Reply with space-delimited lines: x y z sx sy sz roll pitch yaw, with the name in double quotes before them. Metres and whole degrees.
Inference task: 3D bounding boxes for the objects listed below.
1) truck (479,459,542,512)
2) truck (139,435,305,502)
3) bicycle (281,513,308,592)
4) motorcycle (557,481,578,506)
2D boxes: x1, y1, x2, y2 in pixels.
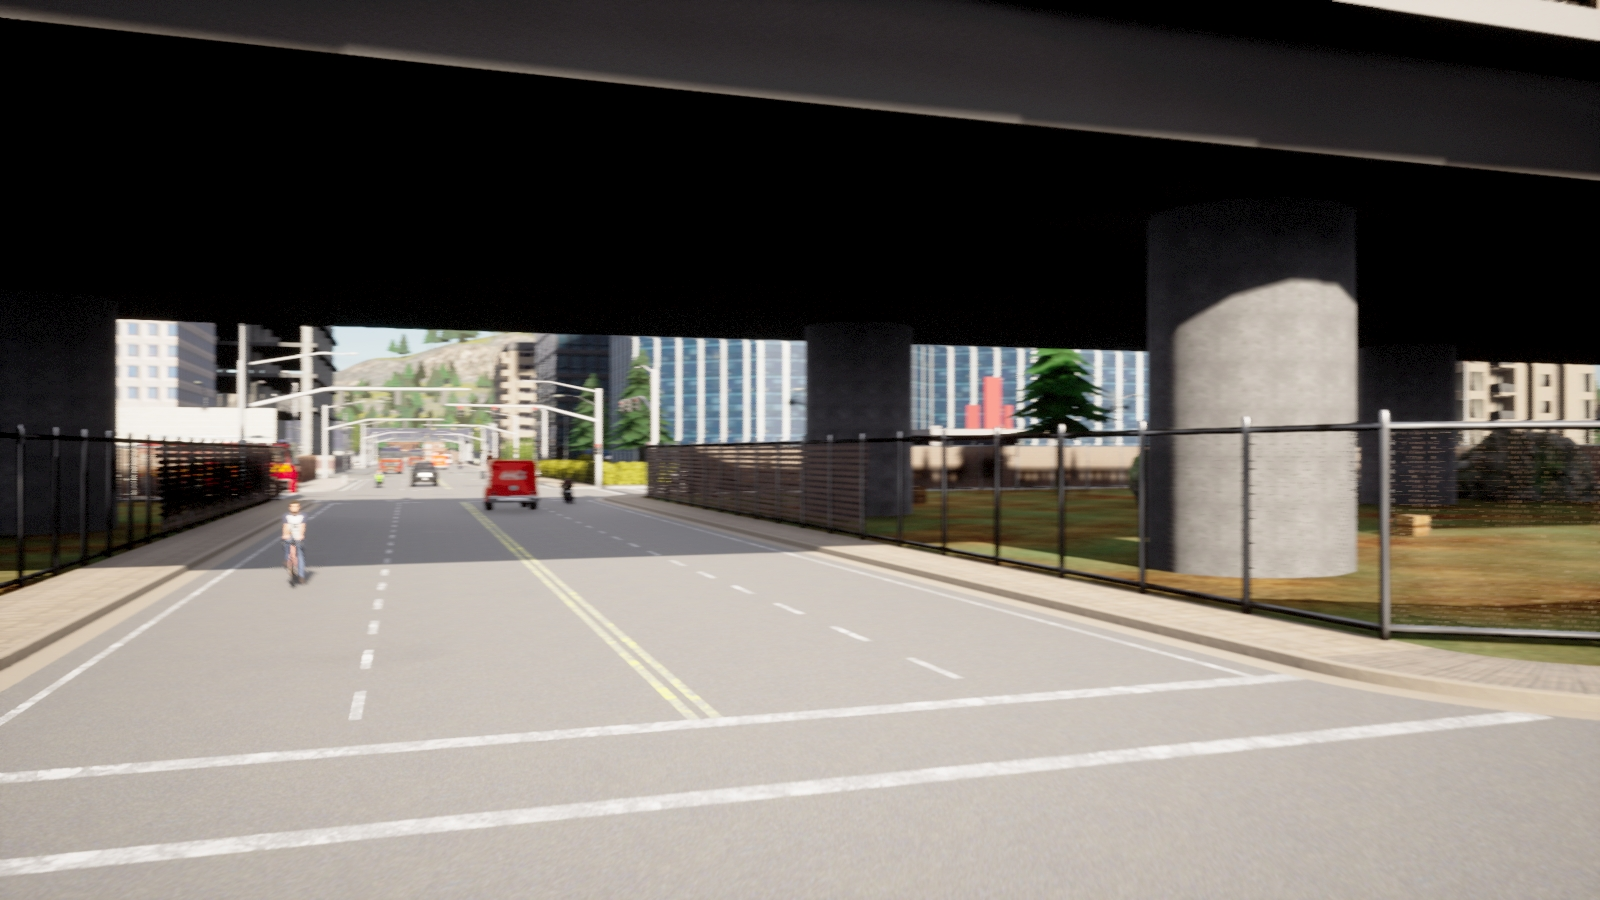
"truck" -14.585 1.720 57.328 2.627 2.467 5.204 0 0 -19
"truck" -33.958 1.039 67.507 8.468 3.827 2.891 0 0 -19
"bicycle" -10.627 2.126 24.022 0.373 1.496 1.643 0 0 -19
"motorcycle" -12.745 2.366 62.667 0.867 1.251 2.209 0 0 -19
